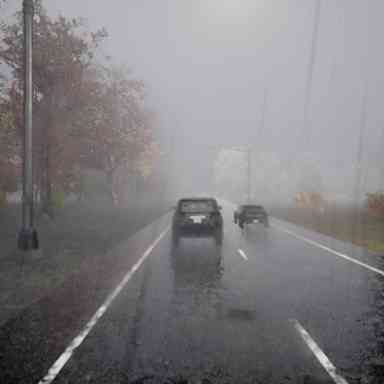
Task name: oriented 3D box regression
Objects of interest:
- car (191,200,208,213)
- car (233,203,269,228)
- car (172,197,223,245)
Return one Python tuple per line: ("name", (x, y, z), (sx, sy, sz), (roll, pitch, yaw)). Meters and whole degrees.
("car", (0.906, 1.633, 38.770), (1.895, 1.301, 4.718), (0, 0, 2))
("car", (3.922, 1.524, 22.526), (1.837, 1.490, 4.892), (0, 0, 1))
("car", (0.267, 1.235, 15.753), (2.150, 2.045, 5.566), (0, 0, 1))
